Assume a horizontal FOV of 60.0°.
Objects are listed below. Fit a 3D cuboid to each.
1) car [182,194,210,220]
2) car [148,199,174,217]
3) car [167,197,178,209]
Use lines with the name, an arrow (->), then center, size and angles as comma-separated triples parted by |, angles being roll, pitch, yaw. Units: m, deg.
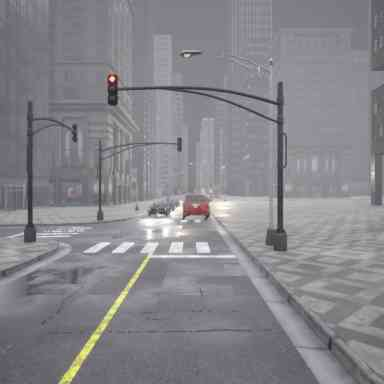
car -> 0.338, 1.221, 28.519 | 2.150, 2.045, 5.566 | 1, 0, 2
car -> -3.084, 1.601, 31.957 | 1.895, 1.301, 4.718 | 0, 0, 0
car -> -3.080, 1.603, 41.301 | 1.895, 1.301, 4.718 | 0, 0, 0
